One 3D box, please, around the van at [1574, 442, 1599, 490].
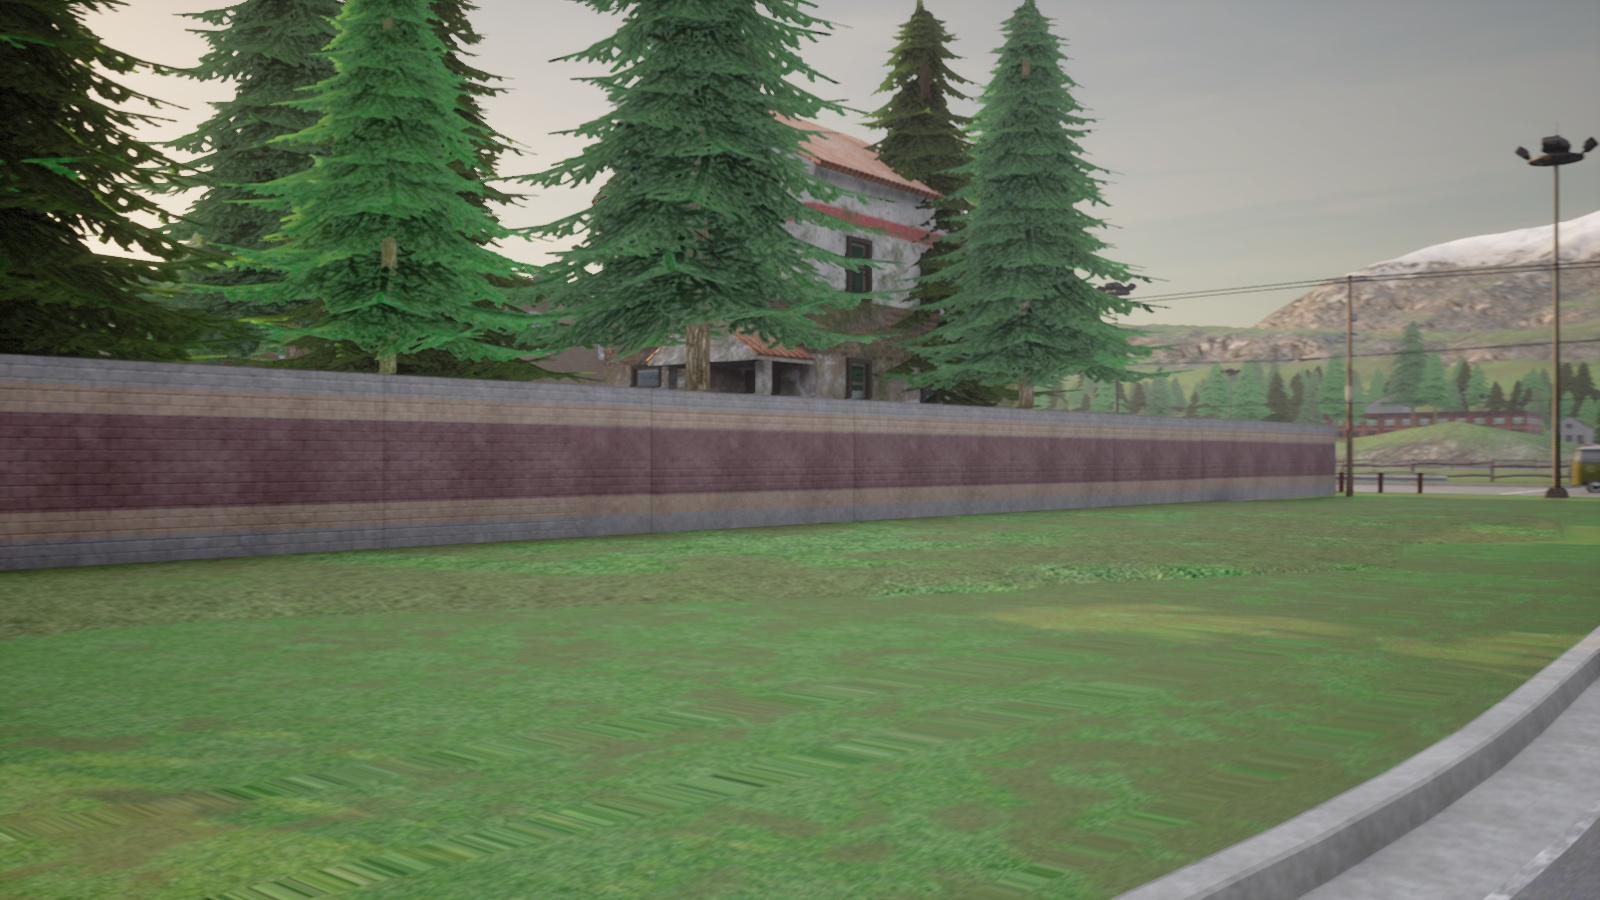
[{"bbox_3d":[34.483,0.643,51.620,4.442,1.987,1.775,0,0,28],"label":"van"}]
